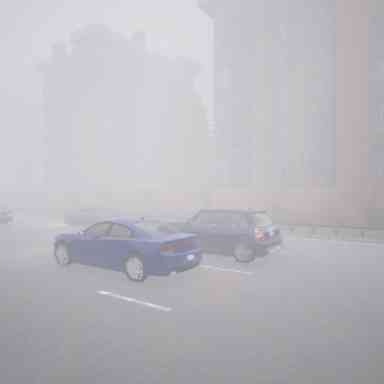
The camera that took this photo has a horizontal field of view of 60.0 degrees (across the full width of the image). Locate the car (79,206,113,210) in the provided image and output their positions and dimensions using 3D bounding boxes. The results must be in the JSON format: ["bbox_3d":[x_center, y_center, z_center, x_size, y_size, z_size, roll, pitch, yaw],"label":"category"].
[{"bbox_3d":[-6.321,1.564,21.414,4.181,1.385,1.994,0,0,36],"label":"car"}]

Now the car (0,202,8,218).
[{"bbox_3d":[-18.928,1.601,30.421,4.718,1.301,1.895,0,0,36],"label":"car"}]

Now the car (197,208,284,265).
[{"bbox_3d":[0.862,1.353,11.977,4.553,1.767,2.097,0,0,36],"label":"car"}]

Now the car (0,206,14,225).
[{"bbox_3d":[-14.360,1.548,22.863,5.357,1.411,2.033,0,0,36],"label":"car"}]

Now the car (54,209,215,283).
[{"bbox_3d":[-2.033,1.477,9.748,5.008,1.535,1.882,0,0,36],"label":"car"}]
